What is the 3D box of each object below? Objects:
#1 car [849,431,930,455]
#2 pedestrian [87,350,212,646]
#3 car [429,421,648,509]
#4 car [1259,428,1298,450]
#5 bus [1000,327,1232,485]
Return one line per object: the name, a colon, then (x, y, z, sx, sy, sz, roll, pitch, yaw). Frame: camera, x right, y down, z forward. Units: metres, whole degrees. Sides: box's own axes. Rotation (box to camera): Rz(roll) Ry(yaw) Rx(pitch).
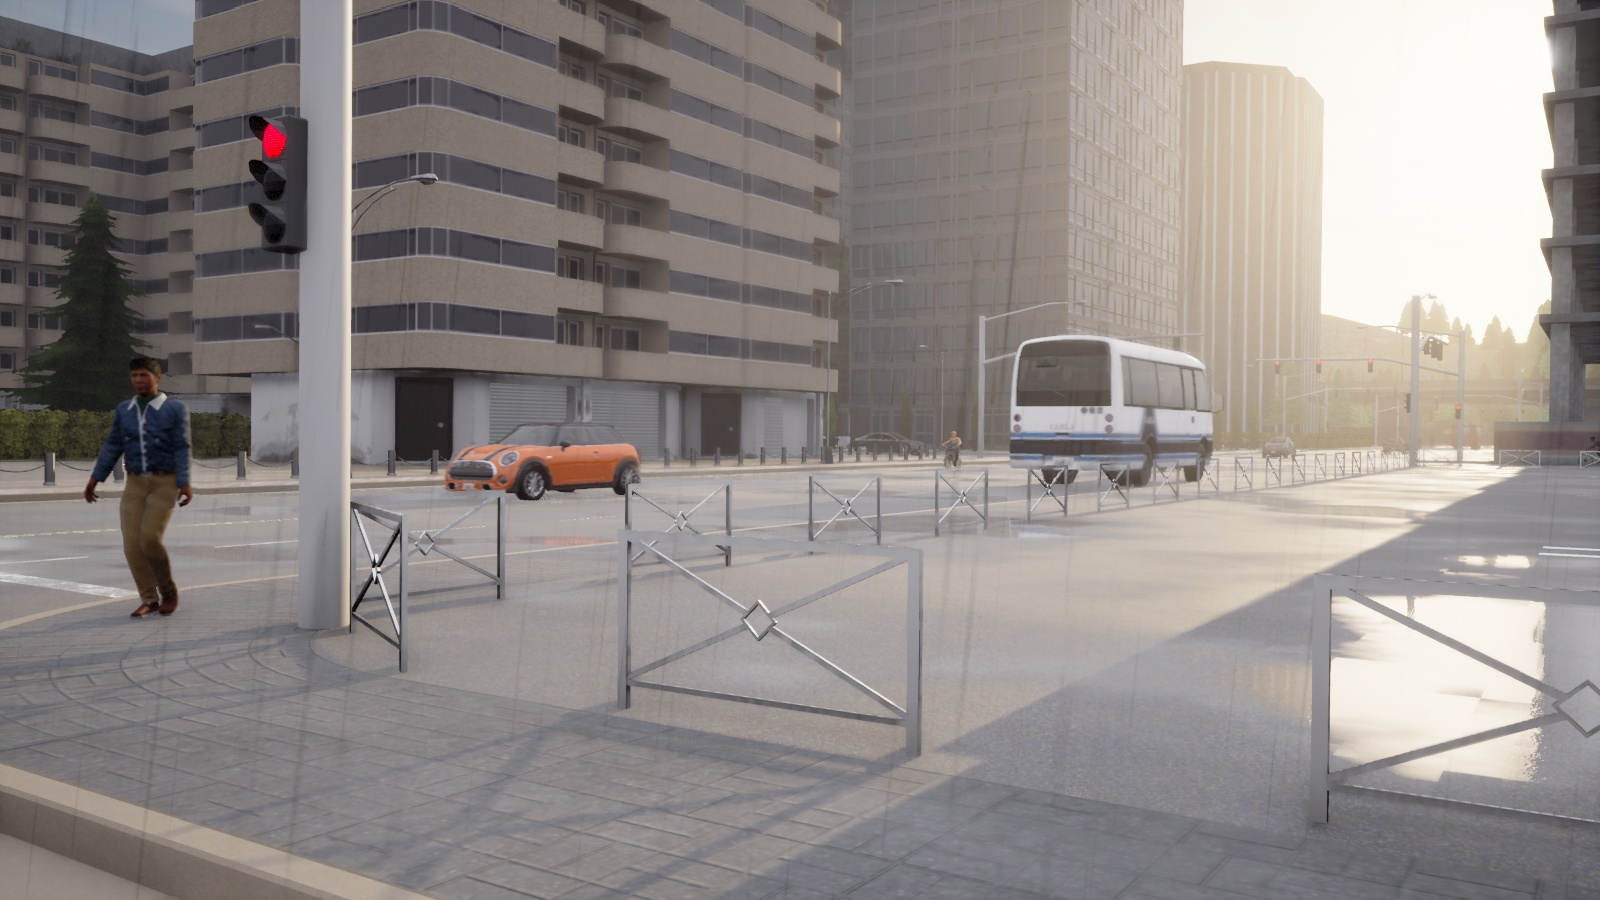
car: (5.747, -0.475, 80.823, 4.892, 1.490, 1.837, 0, 1, 33)
pedestrian: (-4.472, 0.310, 8.676, 0.423, 1.949, 0.788, -1, 1, 0)
car: (-5.635, 0.264, 27.639, 2.097, 1.767, 4.553, 0, 1, 33)
car: (33.980, -0.779, 89.108, 1.845, 1.501, 3.633, 0, 1, 33)
bus: (10.183, -1.273, 39.262, 3.944, 4.253, 10.273, 0, 1, 33)
